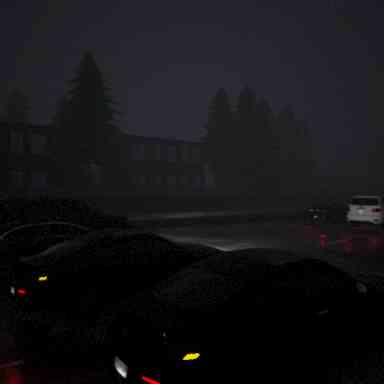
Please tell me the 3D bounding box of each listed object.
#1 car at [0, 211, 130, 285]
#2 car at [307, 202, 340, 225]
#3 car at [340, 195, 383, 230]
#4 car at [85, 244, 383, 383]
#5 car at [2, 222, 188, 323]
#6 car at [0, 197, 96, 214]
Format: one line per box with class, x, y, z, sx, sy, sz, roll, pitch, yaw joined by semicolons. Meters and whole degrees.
car;-3.921;1.490;9.547;4.902;1.511;2.128;0;0;-35
car;10.389;1.478;24.047;4.902;1.511;2.128;0;0;-35
car;12.010;1.209;20.904;5.566;2.045;2.150;0;0;-35
car;1.178;1.524;4.585;4.674;1.442;1.812;0;0;-36
car;-1.247;1.524;7.154;4.674;1.442;1.812;0;0;-35
car;-5.089;1.219;13.013;5.566;2.045;2.150;0;0;-35
